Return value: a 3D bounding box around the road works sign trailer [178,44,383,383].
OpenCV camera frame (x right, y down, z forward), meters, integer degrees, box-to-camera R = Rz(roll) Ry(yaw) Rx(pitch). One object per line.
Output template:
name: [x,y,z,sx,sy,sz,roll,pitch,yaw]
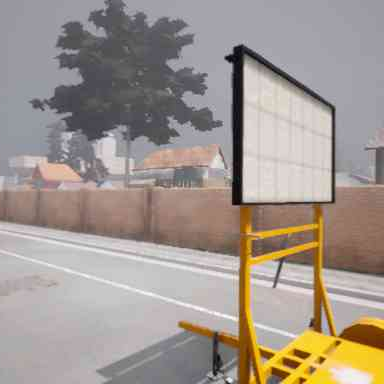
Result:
road works sign trailer: [0.936,0.534,3.752,2.880,3.560,2.380,0,-1,40]
